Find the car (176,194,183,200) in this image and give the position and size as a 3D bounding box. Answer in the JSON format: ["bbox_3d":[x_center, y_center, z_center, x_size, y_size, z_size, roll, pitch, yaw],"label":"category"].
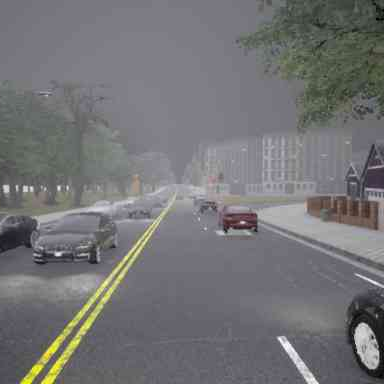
[{"bbox_3d":[-3.111,1.244,83.417,2.033,1.411,5.357,0,1,-2],"label":"car"}]

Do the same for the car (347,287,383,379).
[{"bbox_3d":[3.093,1.502,2.641,1.837,1.490,4.892,0,0,-2],"label":"car"}]

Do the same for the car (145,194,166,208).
[{"bbox_3d":[-5.126,1.458,46.866,1.837,1.490,4.892,0,0,-2],"label":"car"}]

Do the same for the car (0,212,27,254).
[{"bbox_3d":[-7.098,1.483,11.783,2.128,1.511,4.902,0,0,-2],"label":"car"}]

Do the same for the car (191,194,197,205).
[{"bbox_3d":[1.268,1.456,55.239,1.812,1.442,4.674,0,0,-2],"label":"car"}]

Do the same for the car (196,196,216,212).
[{"bbox_3d":[1.812,1.465,37.672,1.837,1.490,4.892,0,0,-2],"label":"car"}]

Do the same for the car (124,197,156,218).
[{"bbox_3d":[-4.493,1.479,29.477,1.837,1.490,4.892,0,0,-2],"label":"car"}]

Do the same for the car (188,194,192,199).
[{"bbox_3d":[-0.057,1.165,88.819,2.128,1.511,4.902,0,1,-2],"label":"car"}]

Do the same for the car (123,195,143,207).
[{"bbox_3d":[-8.366,1.479,46.516,1.812,1.442,4.674,0,0,-2],"label":"car"}]

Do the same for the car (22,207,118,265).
[{"bbox_3d":[-3.845,1.497,11.755,1.837,1.490,4.892,0,0,-2],"label":"car"}]

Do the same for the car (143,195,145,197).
[{"bbox_3d":[-8.927,1.394,63.274,1.837,1.490,4.892,0,1,-2],"label":"car"}]

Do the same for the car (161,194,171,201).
[{"bbox_3d":[-6.172,1.288,78.179,2.128,1.511,4.902,0,1,-2],"label":"car"}]

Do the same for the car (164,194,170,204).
[{"bbox_3d":[-5.670,1.370,62.986,1.882,1.535,5.008,0,0,-2],"label":"car"}]

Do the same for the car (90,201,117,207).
[{"bbox_3d":[-7.727,1.500,29.016,1.812,1.442,4.674,0,0,-2],"label":"car"}]

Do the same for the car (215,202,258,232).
[{"bbox_3d":[2.678,1.463,19.987,1.882,1.535,5.008,0,0,0],"label":"car"}]

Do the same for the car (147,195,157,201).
[{"bbox_3d":[-9.429,1.355,78.307,1.895,1.301,4.718,0,1,-2],"label":"car"}]
